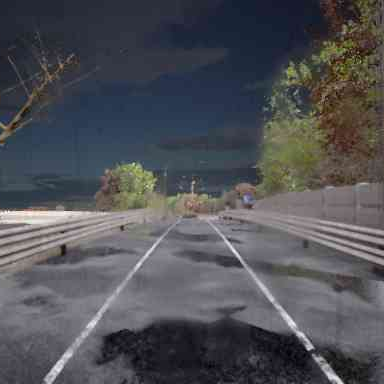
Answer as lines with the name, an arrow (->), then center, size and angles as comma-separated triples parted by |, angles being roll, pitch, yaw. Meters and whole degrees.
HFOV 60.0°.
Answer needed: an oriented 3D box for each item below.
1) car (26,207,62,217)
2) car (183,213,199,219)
car -> -24.857, 3.513, 56.082 | 5.566, 2.045, 2.150 | 3, -5, -36
car -> -0.287, 5.760, 80.241 | 1.812, 1.442, 4.674 | -3, -6, 36
